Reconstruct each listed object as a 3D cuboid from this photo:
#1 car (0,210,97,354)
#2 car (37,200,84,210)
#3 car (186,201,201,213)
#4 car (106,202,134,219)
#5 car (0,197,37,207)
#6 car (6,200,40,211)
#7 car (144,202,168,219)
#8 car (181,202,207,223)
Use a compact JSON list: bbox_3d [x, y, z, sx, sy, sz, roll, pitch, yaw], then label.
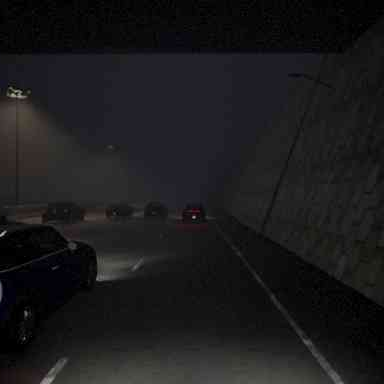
[{"bbox_3d":[-3.388,1.396,6.361,2.097,1.767,4.553,0,0,0],"label":"car"},{"bbox_3d":[-10.337,1.540,27.180,2.097,1.767,4.553,0,0,0],"label":"car"},{"bbox_3d":[0.198,1.899,42.896,1.895,1.301,4.718,0,0,0],"label":"car"},{"bbox_3d":[-6.827,1.712,31.774,2.128,1.511,4.902,0,0,0],"label":"car"},{"bbox_3d":[-6.881,1.287,9.431,2.150,2.045,5.566,0,0,0],"label":"car"},{"bbox_3d":[-24.429,1.882,48.320,2.033,1.411,5.357,0,0,1],"label":"car"},{"bbox_3d":[-3.328,1.696,31.452,1.882,1.535,5.008,0,0,0],"label":"car"},{"bbox_3d":[0.163,1.698,27.926,1.837,1.490,4.892,0,-1,0],"label":"car"}]
